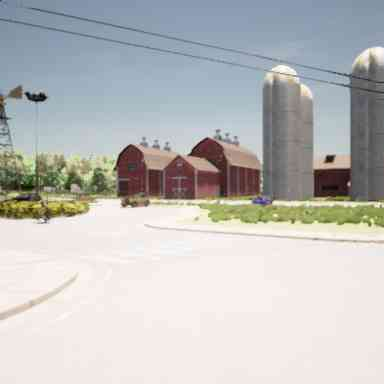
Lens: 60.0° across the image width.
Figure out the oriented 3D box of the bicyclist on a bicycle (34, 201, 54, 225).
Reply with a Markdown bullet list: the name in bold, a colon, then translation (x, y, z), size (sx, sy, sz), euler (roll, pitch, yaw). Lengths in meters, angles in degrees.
- **bicyclist on a bicycle**: translation (-10.555, 1.484, 23.747), size (0.582, 1.620, 1.656), euler (0, 1, 31)

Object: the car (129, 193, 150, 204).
- **car**: translation (-10.009, 1.162, 63.084), size (1.905, 1.878, 3.866), euler (0, 0, 30)

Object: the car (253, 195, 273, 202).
- **car**: translation (10.919, 1.327, 50.920), size (2.242, 1.667, 4.611), euler (0, 0, 30)

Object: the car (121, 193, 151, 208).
- **car**: translation (-7.860, 1.229, 46.504), size (1.932, 1.855, 4.605), euler (0, 0, 30)

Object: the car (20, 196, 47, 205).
- **car**: translation (-27.384, 1.442, 57.648), size (1.784, 1.438, 3.905), euler (0, 0, 30)

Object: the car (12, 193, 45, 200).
- **car**: translation (-25.185, 1.172, 50.694), size (5.566, 2.045, 2.150), euler (0, 1, 30)

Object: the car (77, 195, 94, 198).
- **car**: translation (-21.950, 1.358, 69.370), size (1.816, 1.474, 4.193), euler (0, 0, 30)
